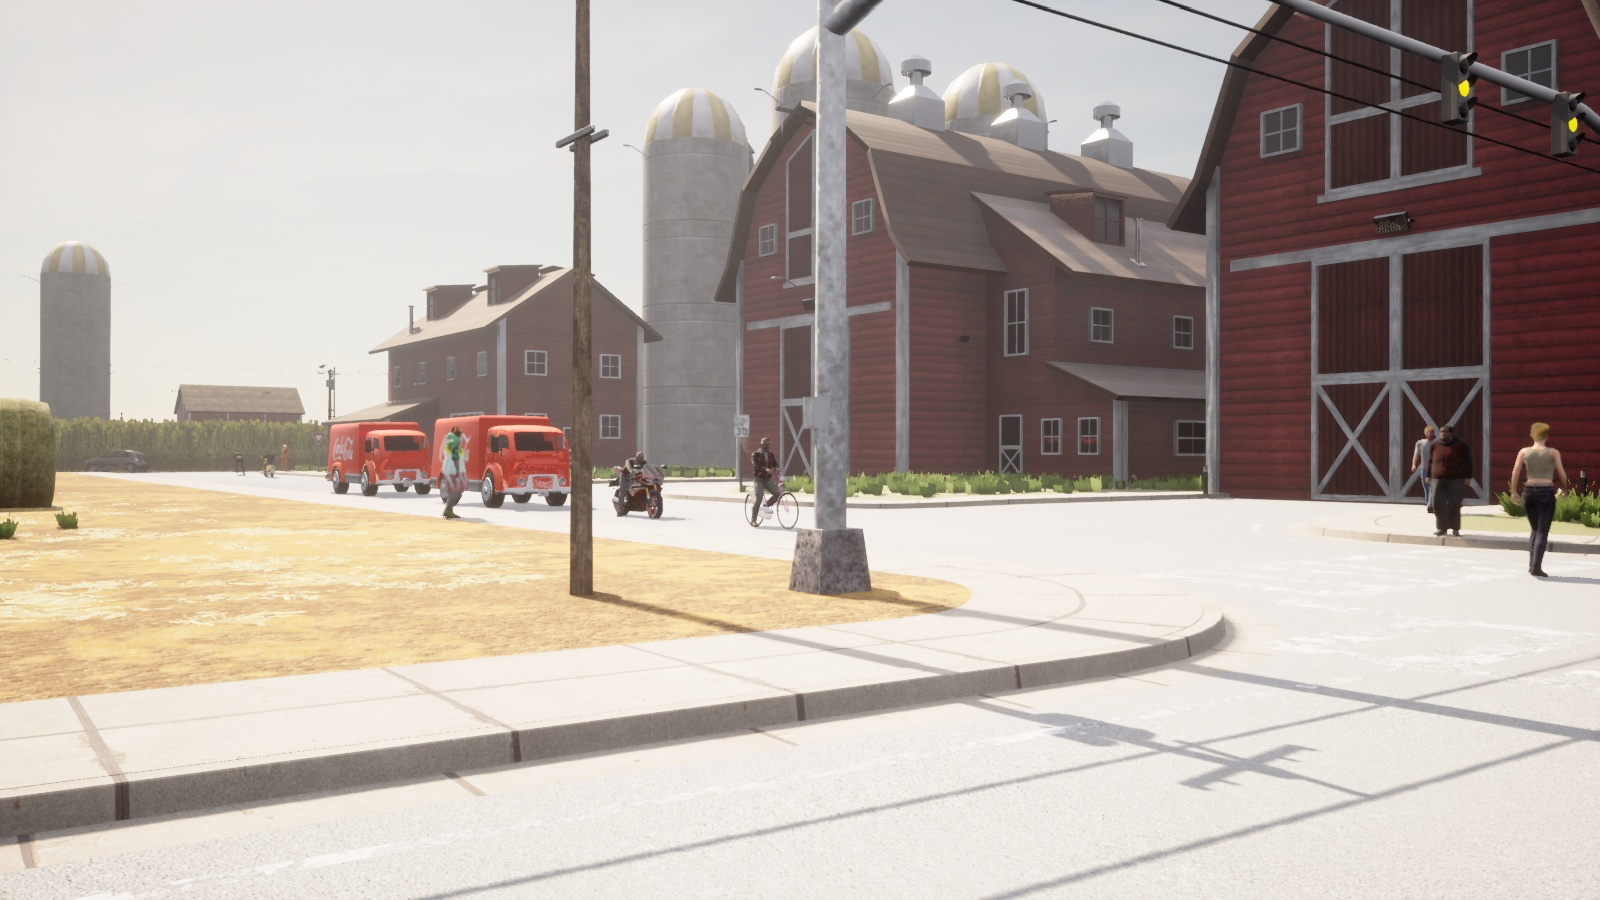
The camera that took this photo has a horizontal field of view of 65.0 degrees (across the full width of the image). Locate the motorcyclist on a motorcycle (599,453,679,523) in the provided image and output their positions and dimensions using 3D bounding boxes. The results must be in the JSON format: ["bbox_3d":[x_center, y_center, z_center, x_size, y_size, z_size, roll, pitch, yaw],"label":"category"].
[{"bbox_3d":[-3.680,0.831,28.562,0.866,1.530,2.191,0,0,-36],"label":"motorcyclist on a motorcycle"}]

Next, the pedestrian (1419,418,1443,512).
[{"bbox_3d":[12.613,0.294,25.105,0.354,1.836,0.706,0,0,32],"label":"pedestrian"}]

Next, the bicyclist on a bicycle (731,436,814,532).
[{"bbox_3d":[-0.547,0.644,24.227,0.659,1.776,1.843,0,-1,-36],"label":"bicyclist on a bicycle"}]

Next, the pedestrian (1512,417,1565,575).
[{"bbox_3d":[8.780,0.538,14.926,0.594,1.836,0.345,0,0,-39],"label":"pedestrian"}]

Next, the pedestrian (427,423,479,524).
[{"bbox_3d":[-6.860,0.455,24.797,0.873,1.952,0.659,0,0,-26],"label":"pedestrian"}]

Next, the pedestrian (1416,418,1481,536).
[{"bbox_3d":[10.372,0.419,20.084,0.899,1.844,0.634,0,0,-42],"label":"pedestrian"}]

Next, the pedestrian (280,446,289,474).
[{"bbox_3d":[-34.398,0.658,83.803,0.345,1.836,0.594,0,0,-45],"label":"pedestrian"}]

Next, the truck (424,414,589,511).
[{"bbox_3d":[-8.225,0.334,34.843,2.627,2.467,5.204,0,0,-36],"label":"truck"}]

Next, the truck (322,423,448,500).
[{"bbox_3d":[-14.410,0.349,43.388,2.627,2.467,5.204,-1,1,-36],"label":"truck"}]

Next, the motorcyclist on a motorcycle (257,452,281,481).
[{"bbox_3d":[-29.996,0.909,70.925,0.866,1.590,1.817,0,0,-36],"label":"motorcyclist on a motorcycle"}]
